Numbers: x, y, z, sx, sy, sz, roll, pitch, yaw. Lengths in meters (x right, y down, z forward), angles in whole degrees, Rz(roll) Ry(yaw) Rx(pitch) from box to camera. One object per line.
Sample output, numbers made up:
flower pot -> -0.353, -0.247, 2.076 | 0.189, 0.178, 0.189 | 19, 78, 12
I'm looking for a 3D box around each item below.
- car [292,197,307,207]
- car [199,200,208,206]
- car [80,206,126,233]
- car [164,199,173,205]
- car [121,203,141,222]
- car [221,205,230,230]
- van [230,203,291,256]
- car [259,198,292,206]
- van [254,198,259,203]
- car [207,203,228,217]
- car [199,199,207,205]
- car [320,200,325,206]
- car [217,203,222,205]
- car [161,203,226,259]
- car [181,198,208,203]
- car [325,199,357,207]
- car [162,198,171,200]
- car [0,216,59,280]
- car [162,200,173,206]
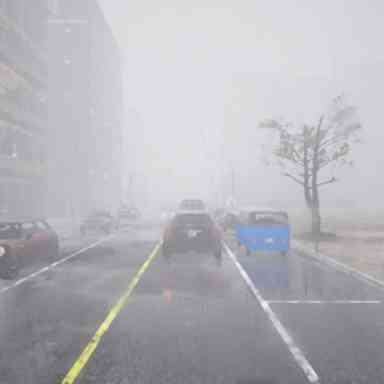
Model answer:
car -> 19.277, 1.939, 62.998 | 5.009, 1.841, 2.192 | 0, -1, 0
car -> 2.685, 2.446, 76.209 | 1.947, 1.339, 4.313 | 1, -1, 0
car -> -5.764, 1.828, 21.308 | 1.802, 1.307, 4.206 | 1, -1, 0
car -> -5.696, 2.491, 81.818 | 1.887, 1.381, 4.507 | 1, -1, 0
car -> -5.814, 1.788, 30.213 | 1.967, 1.590, 4.097 | 1, -1, 0
car -> 2.780, 1.798, 22.020 | 1.887, 1.381, 4.507 | 1, -1, 0
van -> 2.728, 1.497, 13.562 | 1.690, 1.788, 3.998 | 1, -1, 0
car -> 13.691, 2.031, 54.653 | 4.206, 1.307, 1.802 | 0, -1, 0
van -> 13.750, 2.009, 63.035 | 3.998, 1.788, 1.690 | 0, -1, 0
car -> 2.822, 1.988, 38.019 | 2.008, 1.369, 4.403 | 1, -1, 0
car -> 2.683, 2.527, 81.779 | 1.802, 1.307, 4.206 | 1, -1, 0
car -> 24.807, 2.125, 62.955 | 4.507, 1.381, 1.887 | 0, -1, 0
car -> 2.823, 1.924, 32.449 | 2.008, 1.369, 4.403 | 1, -1, 0
car -> 0.019, 1.506, 13.434 | 2.097, 1.767, 4.553 | 0, -1, 0
car -> 0.006, 1.542, 27.570 | 2.150, 2.045, 5.566 | 0, 0, 0
car -> 24.746, 1.803, 54.579 | 4.097, 1.590, 1.967 | 0, -1, 0
car -> -5.692, 2.196, 76.250 | 2.192, 1.841, 5.009 | 1, -1, 0
car -> -5.685, 1.559, 10.172 | 1.967, 1.590, 4.097 | 1, -1, 0
car -> -3.029, 2.078, 44.564 | 1.994, 1.385, 4.181 | 0, -1, 0
